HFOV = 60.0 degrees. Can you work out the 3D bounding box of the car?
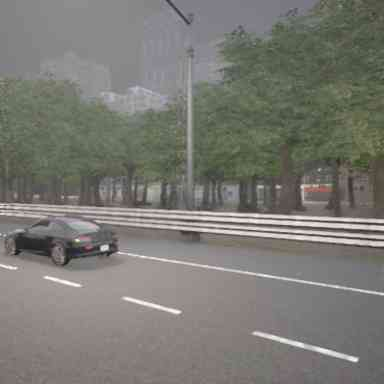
[{"bbox_3d":[-4.512,1.527,11.384,4.674,1.442,1.812,0,0,35],"label":"car"}]
